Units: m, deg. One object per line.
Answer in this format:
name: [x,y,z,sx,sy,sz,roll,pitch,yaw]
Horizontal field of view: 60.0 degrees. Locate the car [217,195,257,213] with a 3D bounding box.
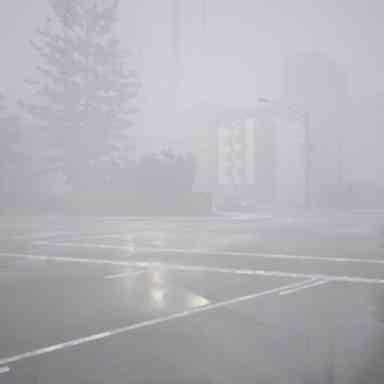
car: [4.669,1.149,34.712,2.097,1.767,4.553,-1,0,-35]
